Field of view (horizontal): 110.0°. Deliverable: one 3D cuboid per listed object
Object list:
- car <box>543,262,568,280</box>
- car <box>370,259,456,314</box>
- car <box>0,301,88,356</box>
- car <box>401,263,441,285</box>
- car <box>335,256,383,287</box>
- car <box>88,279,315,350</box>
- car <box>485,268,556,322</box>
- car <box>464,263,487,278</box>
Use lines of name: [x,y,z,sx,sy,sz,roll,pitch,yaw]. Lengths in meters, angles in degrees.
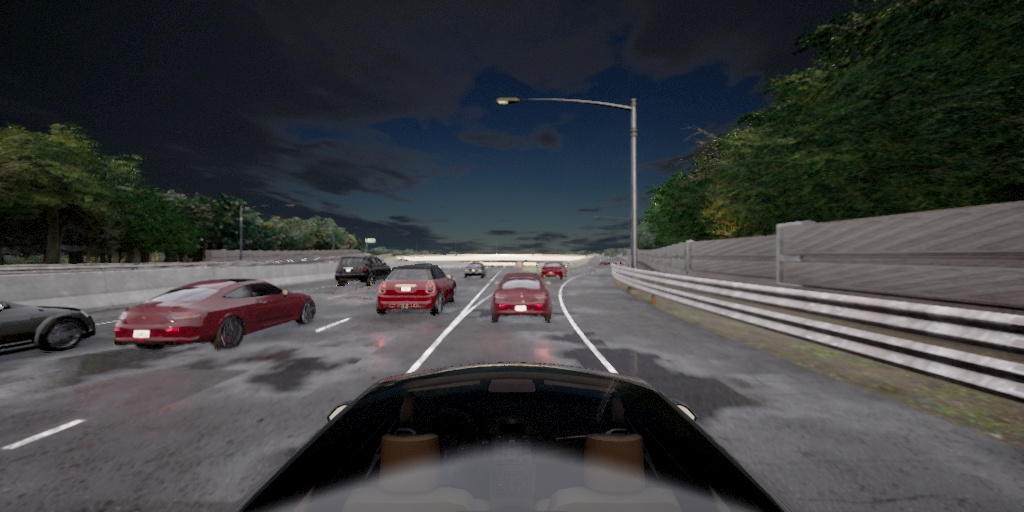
car: [3.981,1.309,33.026,1.882,1.535,5.008,-1,-1,15]
car: [-3.492,1.124,13.933,2.097,1.767,4.553,0,0,0]
car: [-10.397,1.323,6.308,1.994,1.385,4.181,0,0,0]
car: [-6.883,1.305,27.560,1.837,1.490,4.892,0,0,0]
car: [-10.385,1.016,25.417,2.150,2.045,5.566,0,0,0]
car: [-6.895,1.289,8.977,1.812,1.442,4.674,0,0,0]
car: [0.356,1.291,12.249,1.812,1.442,4.674,0,0,3]
car: [-3.479,1.378,34.786,2.033,1.411,5.357,0,0,0]
